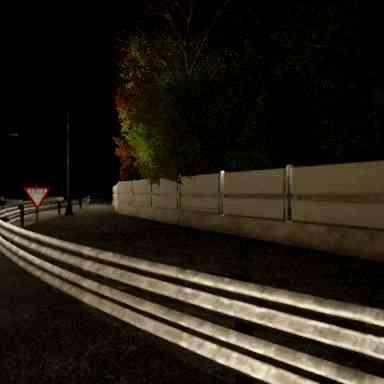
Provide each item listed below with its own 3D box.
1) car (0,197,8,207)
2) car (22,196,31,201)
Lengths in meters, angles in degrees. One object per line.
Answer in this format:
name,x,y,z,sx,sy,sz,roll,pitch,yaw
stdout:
car,-27.382,1.462,46.485,2.128,1.511,4.902,0,0,-11
car,-39.717,1.552,80.081,1.895,1.301,4.718,0,0,-32
